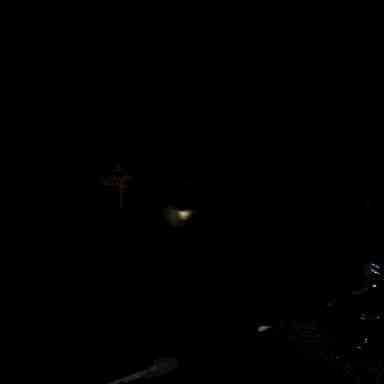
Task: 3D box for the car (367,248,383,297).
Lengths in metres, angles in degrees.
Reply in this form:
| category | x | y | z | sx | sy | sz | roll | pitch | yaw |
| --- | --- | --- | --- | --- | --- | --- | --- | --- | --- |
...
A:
| category | x | y | z | sx | sy | sz | roll | pitch | yaw |
| --- | --- | --- | --- | --- | --- | --- | --- | --- | --- |
| car | 5.807 | 1.417 | 7.382 | 5.008 | 1.535 | 1.882 | -1 | 0 | -36 |
